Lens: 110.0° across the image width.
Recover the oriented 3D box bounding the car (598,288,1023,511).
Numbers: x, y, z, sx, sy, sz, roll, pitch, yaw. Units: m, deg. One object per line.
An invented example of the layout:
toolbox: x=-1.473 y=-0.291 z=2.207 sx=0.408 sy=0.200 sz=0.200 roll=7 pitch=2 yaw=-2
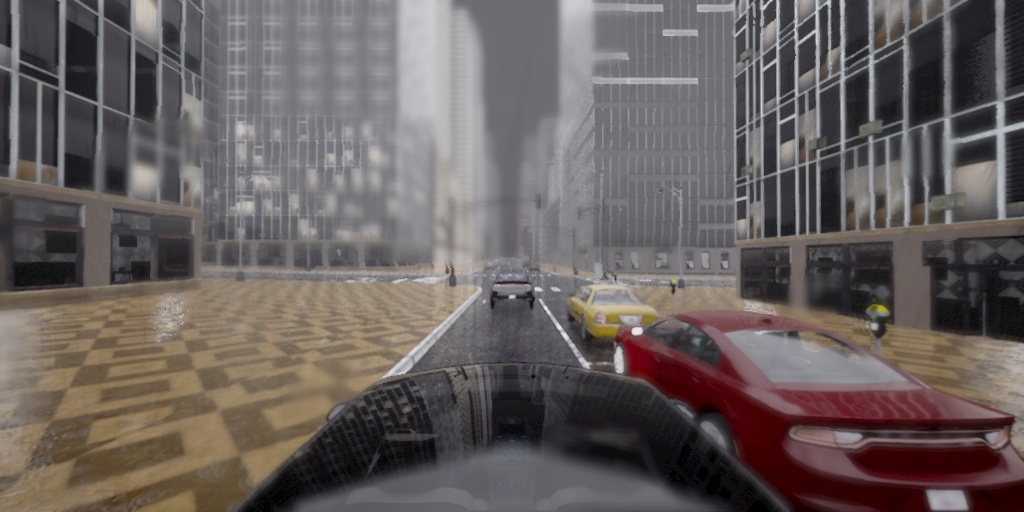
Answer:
car: x=2.566 y=1.320 z=4.334 sx=1.888 sy=1.381 sz=4.507 roll=0 pitch=0 yaw=0

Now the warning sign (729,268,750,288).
warning sign: x=17.266 y=1.443 z=27.200 sx=1.060 sy=1.860 sz=1.300 roll=0 pitch=0 yaw=-3

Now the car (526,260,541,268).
car: x=3.880 y=1.885 z=60.987 sx=1.948 sy=1.339 sz=4.313 roll=0 pitch=0 yaw=0

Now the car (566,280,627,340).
car: x=2.567 y=1.352 z=10.056 sx=1.751 sy=1.417 sz=4.829 roll=0 pitch=0 yaw=0

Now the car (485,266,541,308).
car: x=-0.004 y=1.378 z=16.152 sx=2.128 sy=1.511 sz=4.902 roll=0 pitch=0 yaw=0
